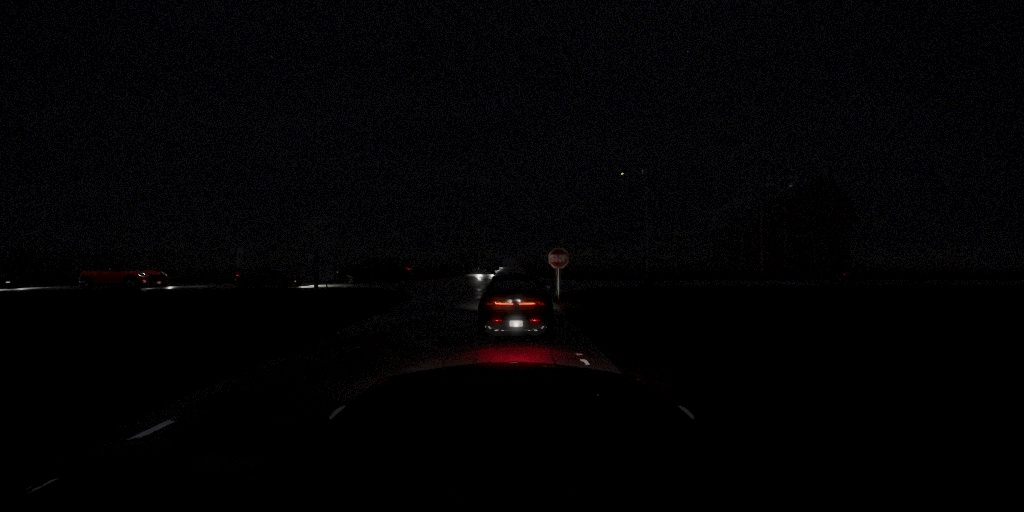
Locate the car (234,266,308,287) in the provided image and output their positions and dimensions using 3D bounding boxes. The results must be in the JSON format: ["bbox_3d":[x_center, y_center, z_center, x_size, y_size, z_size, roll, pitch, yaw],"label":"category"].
[{"bbox_3d":[-16.402,1.392,24.548,4.181,1.385,1.994,0,-1,-1],"label":"car"}]

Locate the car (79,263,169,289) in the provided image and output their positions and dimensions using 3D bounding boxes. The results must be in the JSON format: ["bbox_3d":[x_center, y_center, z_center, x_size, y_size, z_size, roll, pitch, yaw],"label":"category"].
[{"bbox_3d":[-26.367,1.259,24.493,4.553,1.767,2.097,-1,-1,0],"label":"car"}]

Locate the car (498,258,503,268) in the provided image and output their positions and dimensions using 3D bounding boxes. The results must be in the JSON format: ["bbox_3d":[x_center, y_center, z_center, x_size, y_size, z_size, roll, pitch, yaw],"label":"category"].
[{"bbox_3d":[-2.892,1.339,53.898,2.033,1.411,5.357,0,0,0],"label":"car"}]

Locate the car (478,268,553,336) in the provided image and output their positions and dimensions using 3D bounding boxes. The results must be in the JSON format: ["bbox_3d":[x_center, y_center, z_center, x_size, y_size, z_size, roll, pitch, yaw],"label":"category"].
[{"bbox_3d":[0.089,1.258,10.388,1.837,1.490,4.892,0,0,0],"label":"car"}]

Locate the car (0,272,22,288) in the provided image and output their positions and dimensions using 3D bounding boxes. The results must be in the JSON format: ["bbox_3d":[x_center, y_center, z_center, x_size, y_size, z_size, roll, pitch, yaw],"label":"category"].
[{"bbox_3d":[-36.643,1.526,24.428,4.674,1.442,1.812,-1,-1,0],"label":"car"}]

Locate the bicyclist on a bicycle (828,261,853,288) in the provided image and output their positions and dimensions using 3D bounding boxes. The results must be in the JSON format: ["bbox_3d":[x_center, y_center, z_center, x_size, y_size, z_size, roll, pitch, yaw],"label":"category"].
[{"bbox_3d":[19.925,1.102,21.760,0.582,1.620,1.656,0,0,0],"label":"bicyclist on a bicycle"}]

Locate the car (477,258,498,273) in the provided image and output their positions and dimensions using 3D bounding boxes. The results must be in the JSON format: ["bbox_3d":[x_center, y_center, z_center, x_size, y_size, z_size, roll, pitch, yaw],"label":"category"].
[{"bbox_3d":[-2.896,1.282,41.404,1.837,1.490,4.892,0,0,0],"label":"car"}]

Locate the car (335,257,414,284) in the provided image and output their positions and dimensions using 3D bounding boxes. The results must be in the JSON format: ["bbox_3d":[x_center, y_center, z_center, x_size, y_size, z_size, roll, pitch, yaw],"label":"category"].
[{"bbox_3d":[-10.344,1.061,27.349,5.566,2.045,2.150,0,0,-11],"label":"car"}]
